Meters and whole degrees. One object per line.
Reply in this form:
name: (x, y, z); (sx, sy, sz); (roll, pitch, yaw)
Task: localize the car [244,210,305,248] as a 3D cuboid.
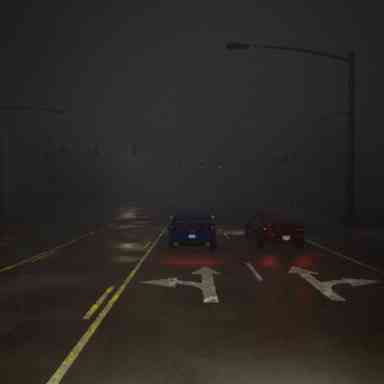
car: (3.500, 1.525, 14.652); (1.812, 1.442, 4.674); (0, 0, 0)

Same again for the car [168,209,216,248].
car: (0.000, 1.476, 14.652); (1.882, 1.535, 5.008); (0, 0, 0)

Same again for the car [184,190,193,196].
car: (-1.374, 0.367, 90.083); (1.837, 1.490, 4.892); (-1, 1, -26)

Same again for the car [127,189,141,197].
car: (-15.106, 0.192, 86.088); (2.150, 2.045, 5.566); (-1, 1, -29)

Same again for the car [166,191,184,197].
car: (-4.493, 0.452, 88.513); (1.812, 1.442, 4.674); (-1, 1, -26)
